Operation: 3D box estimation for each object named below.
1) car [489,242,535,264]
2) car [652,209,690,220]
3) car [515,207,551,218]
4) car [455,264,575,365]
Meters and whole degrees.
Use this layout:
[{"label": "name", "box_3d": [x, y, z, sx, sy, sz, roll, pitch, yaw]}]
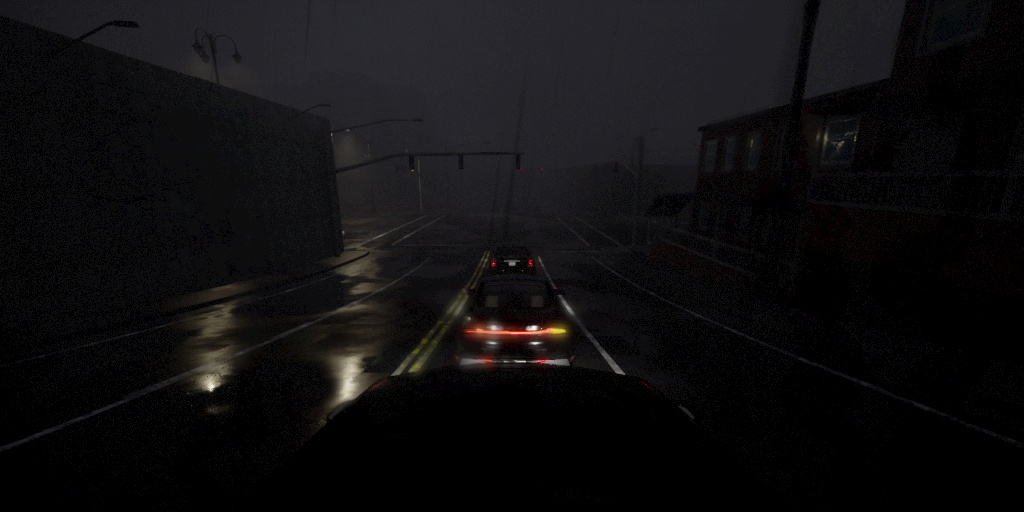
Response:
[{"label": "car", "box_3d": [0.015, 0.085, 17.445, 2.097, 1.767, 4.553, 0, 7, 0]}, {"label": "car", "box_3d": [20.166, -5.544, 46.045, 5.008, 1.535, 1.882, 0, 12, 0]}, {"label": "car", "box_3d": [2.748, -5.866, 48.106, 4.718, 1.301, 1.895, 6, 14, 26]}, {"label": "car", "box_3d": [0.052, 1.122, 7.195, 1.837, 1.490, 4.892, 0, 2, 0]}]
